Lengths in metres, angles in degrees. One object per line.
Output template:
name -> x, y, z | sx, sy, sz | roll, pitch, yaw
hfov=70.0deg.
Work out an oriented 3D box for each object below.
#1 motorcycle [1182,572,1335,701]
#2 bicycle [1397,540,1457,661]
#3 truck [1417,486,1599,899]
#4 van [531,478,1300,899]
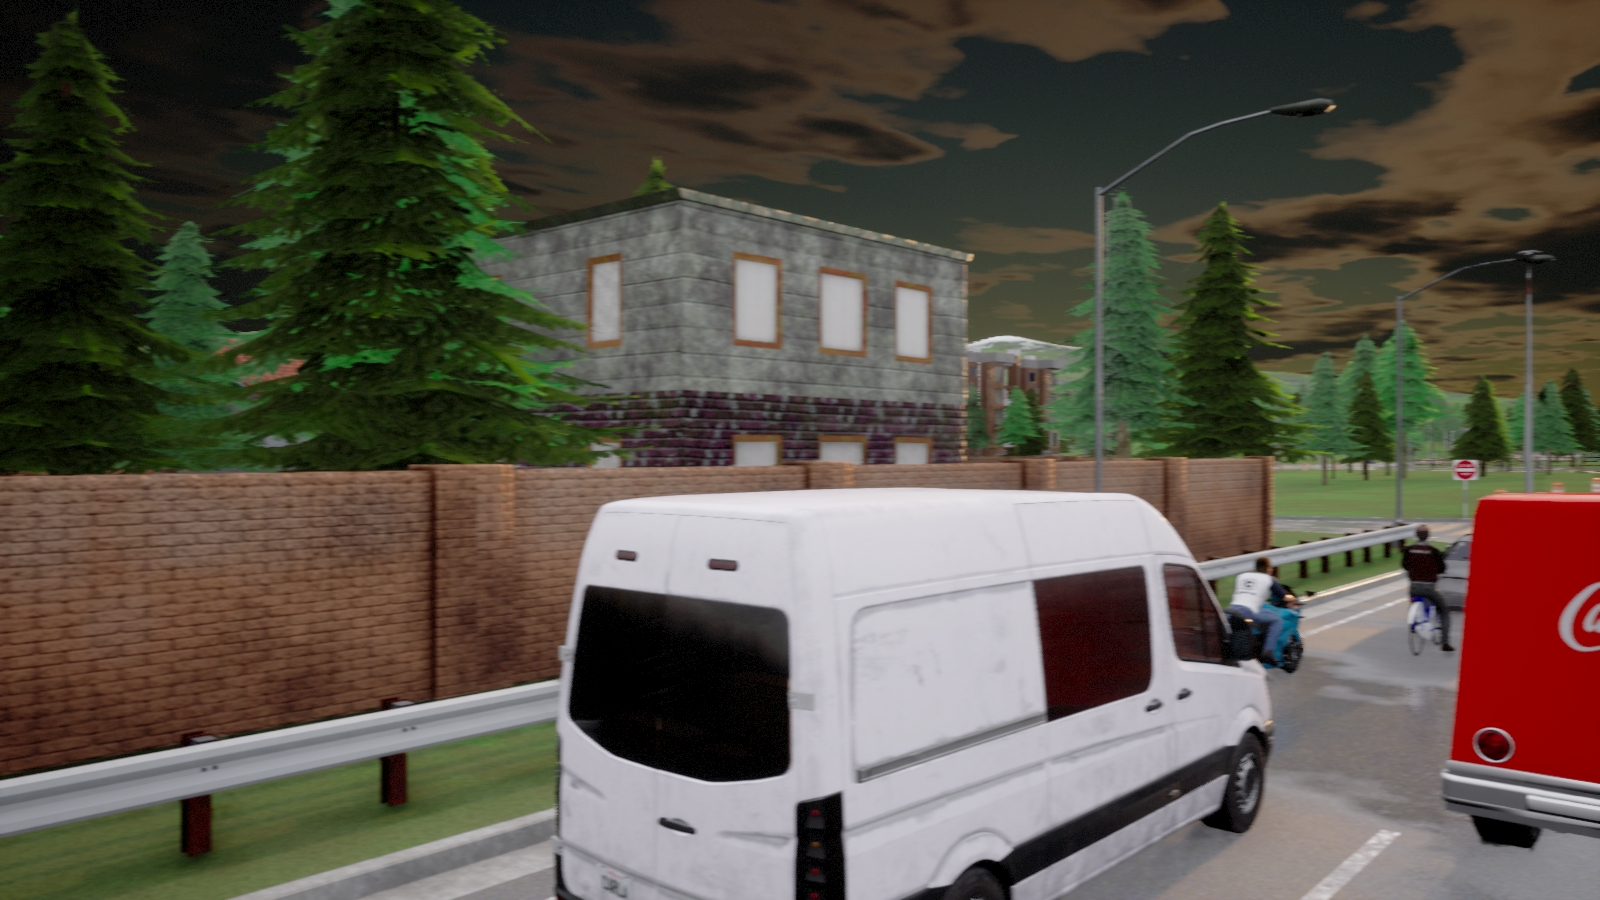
motorcycle -> 5.544, 2.192, 13.759 | 2.033, 1.199, 0.803 | -1, 1, -39
bicycle -> 8.785, 2.067, 15.979 | 0.329, 1.471, 1.835 | 0, 0, 42
truck -> 6.646, 1.548, 8.336 | 2.627, 2.467, 5.204 | 0, -2, 42
van -> 1.285, 1.535, 7.606 | 1.988, 2.561, 5.915 | 0, 0, 42
